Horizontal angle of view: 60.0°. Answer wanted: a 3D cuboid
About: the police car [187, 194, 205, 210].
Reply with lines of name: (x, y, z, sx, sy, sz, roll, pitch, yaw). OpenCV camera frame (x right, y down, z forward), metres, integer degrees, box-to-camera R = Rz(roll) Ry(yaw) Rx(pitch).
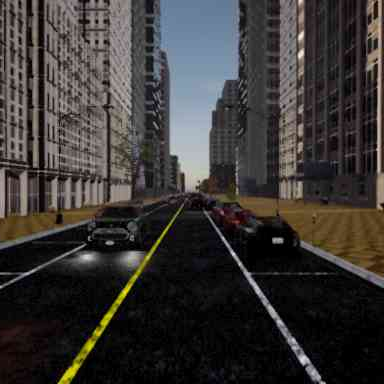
police car: (0.589, 1.374, 41.987, 1.930, 1.638, 5.238, 0, 0, -5)

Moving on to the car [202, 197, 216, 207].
car: (2.661, 1.480, 51.945, 1.887, 1.381, 4.507, -1, 0, 0)

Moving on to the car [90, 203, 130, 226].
car: (-5.707, 1.553, 23.729, 1.802, 1.307, 4.206, -1, 0, 0)

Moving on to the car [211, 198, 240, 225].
car: (2.672, 1.412, 23.731, 1.967, 1.590, 4.097, -1, 0, 0)

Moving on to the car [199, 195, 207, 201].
car: (2.650, 1.438, 80.159, 1.887, 1.381, 4.507, -1, 0, 0)

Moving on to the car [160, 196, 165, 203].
car: (-5.726, 1.460, 68.859, 2.008, 1.369, 4.403, -1, 0, 0)

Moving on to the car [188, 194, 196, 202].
car: (-0.030, 1.341, 75.271, 1.882, 1.535, 5.008, 0, 0, 0)

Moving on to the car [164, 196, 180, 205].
car: (-3.080, 1.455, 55.383, 1.812, 1.442, 4.674, 0, 0, 0)

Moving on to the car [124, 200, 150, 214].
car: (-5.713, 1.523, 35.011, 1.947, 1.339, 4.313, -1, 0, 0)

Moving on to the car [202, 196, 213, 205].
car: (2.659, 1.452, 57.757, 1.752, 1.417, 4.829, -1, 0, 0)

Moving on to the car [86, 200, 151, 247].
car: (-3.105, 1.334, 14.798, 2.097, 1.767, 4.553, 0, 0, 0)

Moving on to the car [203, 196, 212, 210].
car: (2.666, 1.516, 40.660, 1.947, 1.339, 4.313, -1, 0, 0)

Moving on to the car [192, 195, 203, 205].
car: (0.877, 1.382, 58.110, 1.801, 1.575, 5.366, 0, 0, 0)

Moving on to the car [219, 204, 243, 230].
car: (2.675, 1.561, 18.089, 1.802, 1.307, 4.206, -1, 0, 0)

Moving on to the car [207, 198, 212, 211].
car: (2.671, 1.531, 29.374, 1.947, 1.339, 4.313, -1, 0, 0)

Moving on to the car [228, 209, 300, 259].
car: (2.678, 1.552, 12.446, 1.947, 1.339, 4.313, -1, 0, 0)
